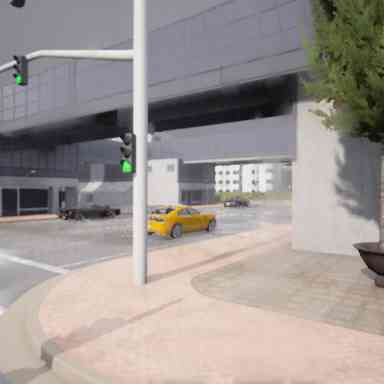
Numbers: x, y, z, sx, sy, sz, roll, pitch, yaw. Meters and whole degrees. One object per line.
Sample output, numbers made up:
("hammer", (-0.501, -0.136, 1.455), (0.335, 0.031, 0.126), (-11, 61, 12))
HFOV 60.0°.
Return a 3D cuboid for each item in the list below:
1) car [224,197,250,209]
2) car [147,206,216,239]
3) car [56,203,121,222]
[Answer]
("car", (6.044, 1.410, 44.499), (2.128, 1.511, 4.902), (0, 0, 36))
("car", (-0.625, 1.442, 17.271), (1.882, 1.535, 5.008), (0, 0, 36))
("car", (-7.806, 1.517, 25.436), (1.895, 1.301, 4.718), (0, 0, 36))
